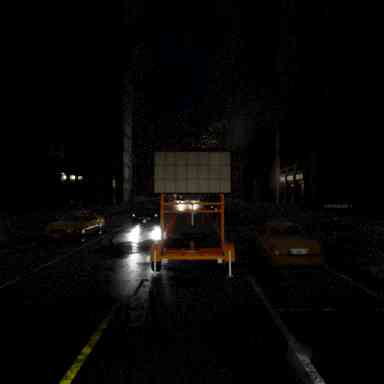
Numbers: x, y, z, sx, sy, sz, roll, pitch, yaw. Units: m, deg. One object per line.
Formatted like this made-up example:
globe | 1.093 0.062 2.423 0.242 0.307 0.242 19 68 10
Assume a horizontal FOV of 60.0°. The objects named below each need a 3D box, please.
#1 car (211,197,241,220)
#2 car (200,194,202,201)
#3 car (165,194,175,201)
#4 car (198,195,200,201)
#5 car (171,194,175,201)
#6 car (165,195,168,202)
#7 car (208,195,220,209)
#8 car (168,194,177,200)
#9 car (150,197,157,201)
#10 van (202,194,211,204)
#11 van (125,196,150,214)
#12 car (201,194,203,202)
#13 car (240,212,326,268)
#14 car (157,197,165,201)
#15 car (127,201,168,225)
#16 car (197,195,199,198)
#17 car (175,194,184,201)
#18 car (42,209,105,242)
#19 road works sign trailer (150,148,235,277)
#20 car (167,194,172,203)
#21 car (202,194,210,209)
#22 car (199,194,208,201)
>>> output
car | 2.901 1.431 27.802 1.967 1.590 4.097 0 0 0
car | 2.953 1.479 61.638 1.967 1.590 4.097 0 0 0
car | -5.540 1.411 84.218 2.192 1.841 5.009 0 0 0
car | 2.977 1.658 78.557 1.802 1.307 4.206 0 0 0
car | -5.548 1.601 78.410 1.752 1.417 4.829 0 0 0
car | -5.582 1.573 56.024 1.887 1.381 4.507 0 0 0
car | 2.910 1.434 33.440 1.967 1.590 4.097 0 0 0
car | -5.523 1.461 95.471 2.192 1.841 5.009 0 0 0
car | -5.607 1.565 39.107 1.947 1.339 4.313 0 0 0
van | 2.961 1.391 67.278 1.690 1.788 3.998 0 0 0
van | -5.615 1.335 33.469 1.690 1.788 3.998 0 0 0
car | 2.935 1.333 50.359 2.192 1.841 5.009 0 0 0
car | 2.883 1.521 11.086 1.752 1.417 4.829 0 0 1
car | -5.590 1.458 50.386 1.967 1.590 4.097 0 0 0
car | -3.065 1.591 23.788 1.895 1.301 4.718 0 0 0
car | 2.985 1.662 84.195 1.947 1.339 4.313 0 0 0
car | -2.875 1.583 82.555 2.128 1.511 4.902 0 0 0
car | -5.642 1.519 16.344 1.752 1.417 4.829 0 0 1
road works sign trailer | 0.016 0.461 10.200 2.380 3.560 2.880 0 0 0
car | -5.564 1.632 67.303 1.802 1.307 4.206 0 0 0
car | 2.927 1.323 44.720 2.192 1.841 5.009 0 0 0
car | 2.994 1.434 89.836 2.192 1.841 5.009 0 0 0
